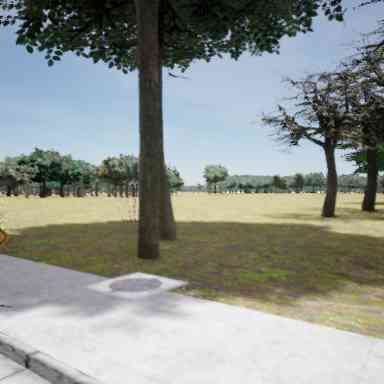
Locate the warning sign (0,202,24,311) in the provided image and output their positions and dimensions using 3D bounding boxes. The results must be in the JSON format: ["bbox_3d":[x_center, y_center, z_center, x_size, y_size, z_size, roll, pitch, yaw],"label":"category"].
[{"bbox_3d":[-3.864,1.120,5.824,1.060,1.860,1.300,0,0,36],"label":"warning sign"}]
